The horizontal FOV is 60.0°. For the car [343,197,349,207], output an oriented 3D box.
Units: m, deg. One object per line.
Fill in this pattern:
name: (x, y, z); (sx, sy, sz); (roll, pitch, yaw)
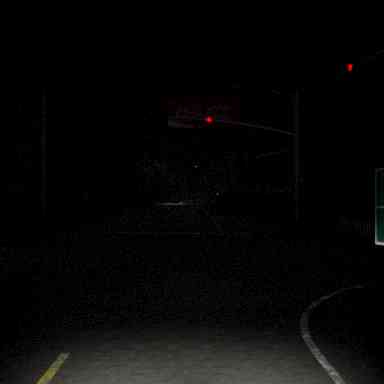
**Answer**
car: (24.603, 1.755, 47.794); (4.181, 1.385, 1.994); (0, 0, 0)

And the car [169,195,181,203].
car: (-3.598, 1.352, 68.605); (2.097, 1.767, 4.553); (0, 0, 0)

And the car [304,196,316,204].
car: (22.368, 1.552, 64.085); (1.970, 1.475, 3.806); (0, 0, 0)

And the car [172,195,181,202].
car: (-3.603, 1.540, 78.927); (2.033, 1.411, 5.357); (0, 0, 0)

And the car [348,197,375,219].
car: (14.316, 1.505, 25.001); (3.866, 1.878, 1.905); (0, 0, 0)

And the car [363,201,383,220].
car: (18.631, 1.672, 30.680); (4.611, 1.667, 2.242); (0, 0, 0)

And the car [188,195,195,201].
car: (-0.113, 1.552, 86.348); (1.994, 1.385, 4.181); (0, 0, 0)

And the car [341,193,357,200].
car: (34.755, 1.489, 71.902); (2.007, 1.523, 4.514); (0, 0, 0)
